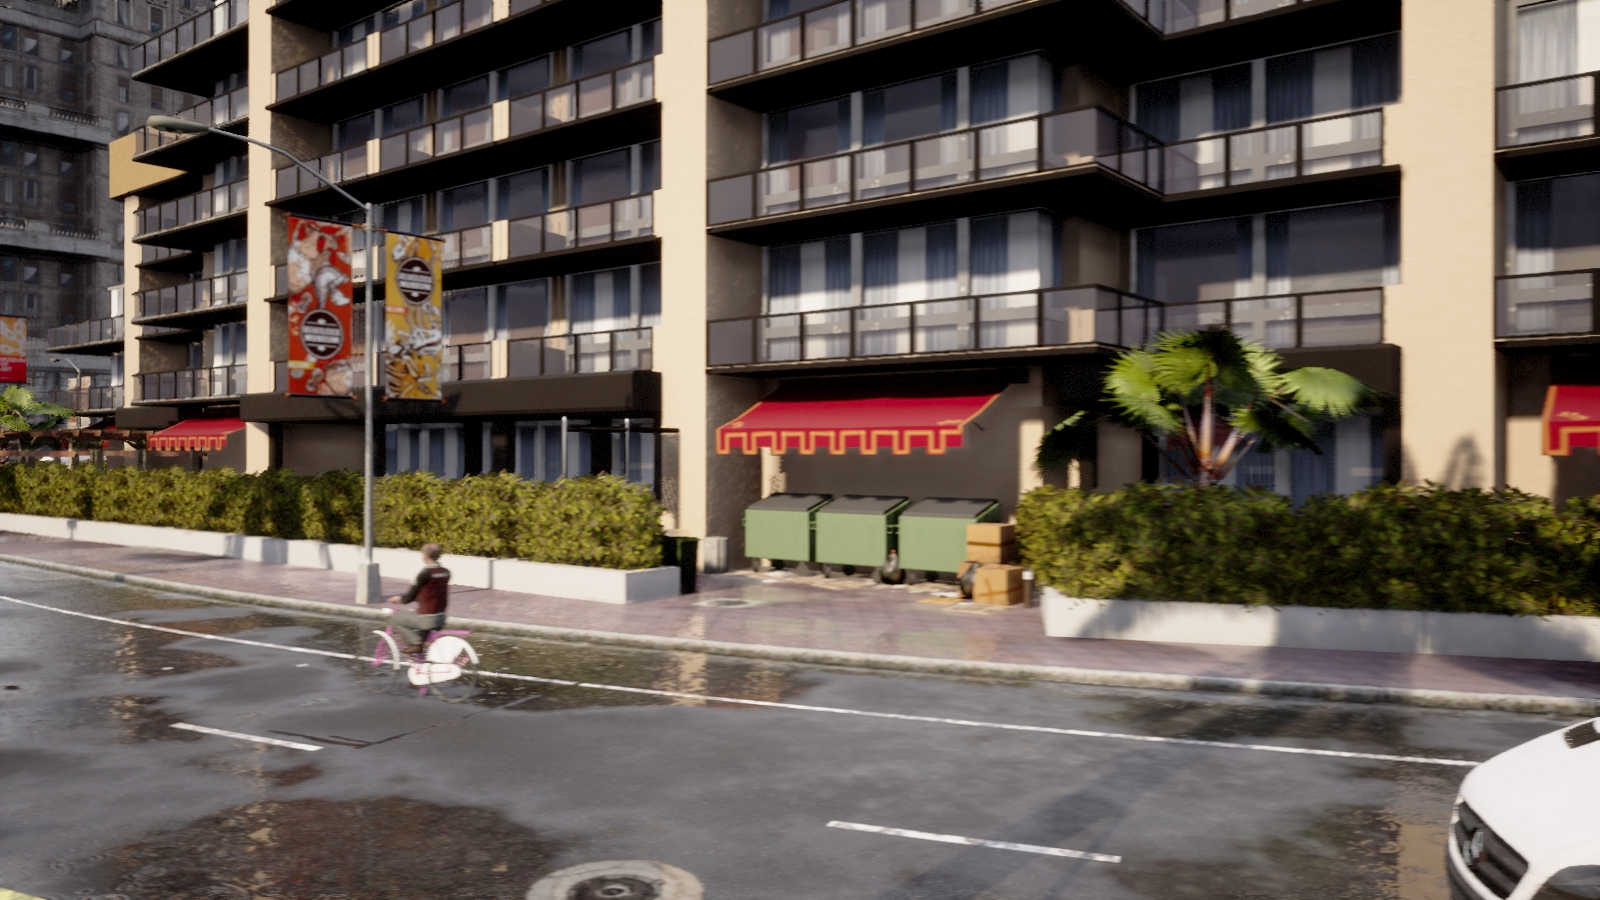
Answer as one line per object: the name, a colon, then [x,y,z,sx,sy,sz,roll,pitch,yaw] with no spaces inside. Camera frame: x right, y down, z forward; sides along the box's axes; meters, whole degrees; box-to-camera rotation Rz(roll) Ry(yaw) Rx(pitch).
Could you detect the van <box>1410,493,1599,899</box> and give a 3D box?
van: [6.124,1.535,4.879,5.915,2.561,1.988,0,0,16]
